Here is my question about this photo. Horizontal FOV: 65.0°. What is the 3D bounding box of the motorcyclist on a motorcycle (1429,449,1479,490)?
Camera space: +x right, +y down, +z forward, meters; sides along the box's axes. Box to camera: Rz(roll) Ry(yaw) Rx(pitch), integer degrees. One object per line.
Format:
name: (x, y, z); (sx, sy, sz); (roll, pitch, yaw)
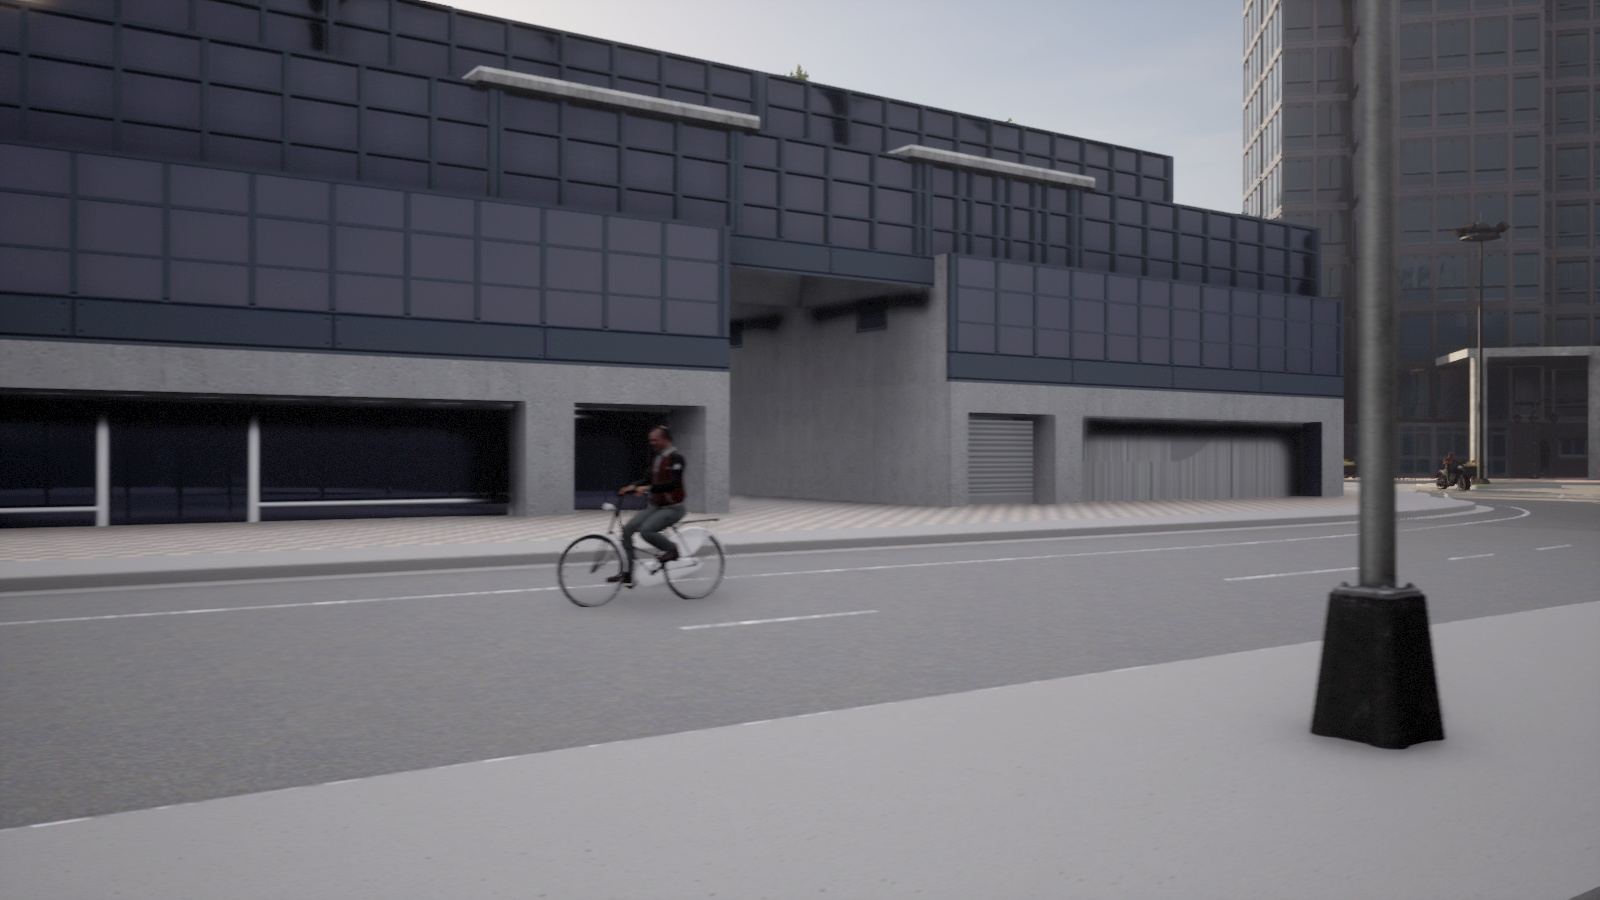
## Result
motorcyclist on a motorcycle: (27.017, 0.771, 51.888); (0.766, 1.649, 2.350); (-1, 0, -1)

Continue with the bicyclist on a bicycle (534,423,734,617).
bicyclist on a bicycle: (-1.601, 0.649, 12.297); (1.843, 1.776, 0.659); (0, 0, -35)
